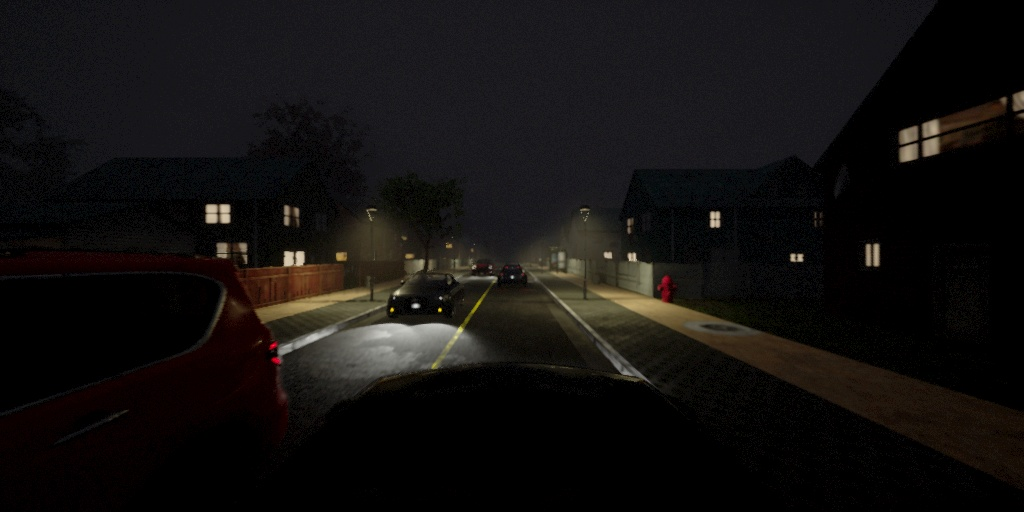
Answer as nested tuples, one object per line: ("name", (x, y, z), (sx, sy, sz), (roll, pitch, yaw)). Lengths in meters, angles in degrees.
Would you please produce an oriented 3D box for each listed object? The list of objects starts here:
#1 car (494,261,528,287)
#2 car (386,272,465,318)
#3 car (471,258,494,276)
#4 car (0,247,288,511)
("car", (0.023, 1.258, 24.029), (1.994, 1.385, 4.181), (0, 0, 0))
("car", (-2.839, 1.279, 12.587), (1.994, 1.385, 4.181), (0, 0, 0))
("car", (-2.783, 1.037, 35.606), (2.097, 1.767, 4.553), (0, 0, 1))
("car", (-2.847, 0.978, 0.532), (2.150, 2.045, 5.566), (0, 0, 0))
